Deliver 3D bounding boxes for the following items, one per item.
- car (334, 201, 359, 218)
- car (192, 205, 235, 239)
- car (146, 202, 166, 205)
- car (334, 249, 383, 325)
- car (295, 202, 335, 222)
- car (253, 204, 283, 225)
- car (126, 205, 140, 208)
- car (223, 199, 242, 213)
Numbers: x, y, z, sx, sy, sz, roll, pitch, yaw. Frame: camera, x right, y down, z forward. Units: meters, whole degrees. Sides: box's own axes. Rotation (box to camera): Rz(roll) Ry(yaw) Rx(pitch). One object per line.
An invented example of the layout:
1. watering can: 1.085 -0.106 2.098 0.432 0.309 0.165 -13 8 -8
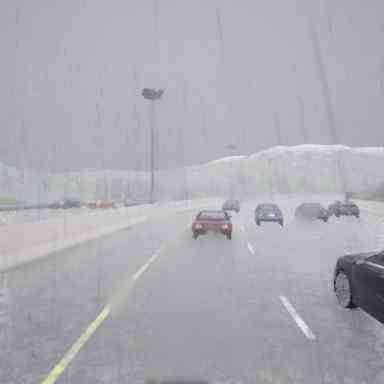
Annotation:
1. car: 13.715 1.524 30.329 2.128 1.511 4.902 0 0 11
2. car: 1.134 1.604 17.387 1.895 1.301 4.718 0 0 6
3. car: -4.723 1.494 44.784 1.837 1.490 4.892 0 0 14
4. car: 3.776 1.500 4.944 2.128 1.511 4.902 0 0 2
5. car: 9.414 1.570 26.437 2.033 1.411 5.357 0 0 10
6. car: 5.531 1.561 24.312 2.033 1.411 5.357 0 0 9
7. car: -7.902 1.584 46.570 1.895 1.301 4.718 0 0 15
8. car: 4.596 1.559 38.063 2.033 1.411 5.357 0 0 13
